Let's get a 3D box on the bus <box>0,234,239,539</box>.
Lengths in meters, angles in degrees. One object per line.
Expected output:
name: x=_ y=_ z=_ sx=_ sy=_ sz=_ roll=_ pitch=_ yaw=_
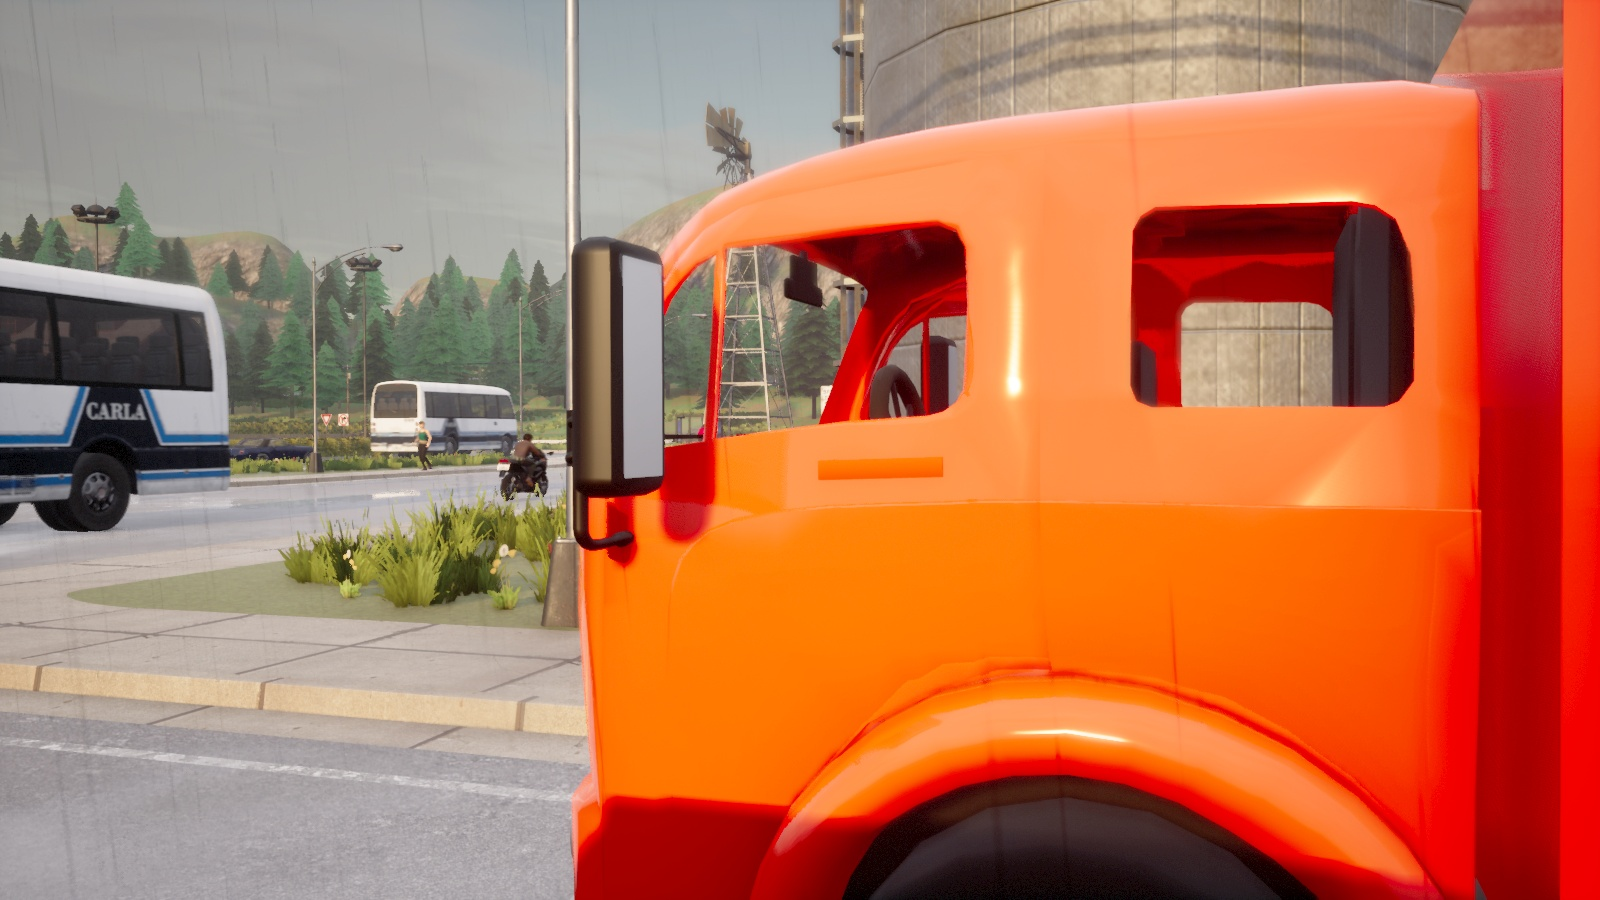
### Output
bus: x=-13.171 y=-0.882 z=17.658 sx=3.944 sy=4.253 sz=10.273 roll=0 pitch=1 yaw=16

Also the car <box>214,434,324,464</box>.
car: x=-24.213 y=-0.083 z=57.414 sx=1.895 sy=1.301 sz=4.718 roll=1 pitch=1 yaw=21

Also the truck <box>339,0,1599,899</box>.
truck: x=2.132 y=0.309 z=2.437 sx=5.204 sy=2.467 sz=2.627 roll=1 pitch=1 yaw=20

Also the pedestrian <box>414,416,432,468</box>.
pedestrian: x=-13.469 y=-0.286 z=44.821 sx=0.345 sy=1.836 sz=0.594 roll=0 pitch=1 yaw=17

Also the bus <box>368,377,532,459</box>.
bus: x=-19.622 y=-1.767 z=71.408 sx=3.944 sy=4.253 sz=10.273 roll=1 pitch=1 yaw=18

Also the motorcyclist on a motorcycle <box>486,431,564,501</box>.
motorcyclist on a motorcycle: x=-6.191 y=0.331 z=28.390 sx=0.797 sy=1.523 sz=2.044 roll=1 pitch=1 yaw=18
